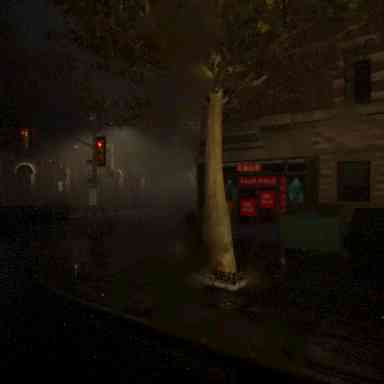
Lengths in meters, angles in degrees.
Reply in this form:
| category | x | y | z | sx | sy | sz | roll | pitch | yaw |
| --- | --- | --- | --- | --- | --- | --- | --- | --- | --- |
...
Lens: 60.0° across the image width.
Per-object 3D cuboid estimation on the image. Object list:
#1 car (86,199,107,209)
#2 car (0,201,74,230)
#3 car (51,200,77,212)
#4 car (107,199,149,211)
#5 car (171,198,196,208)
| category | x | y | z | sx | sy | sz | roll | pitch | yaw |
| --- | --- | --- | --- | --- | --- | --- | --- | --- | --- |
| car | -11.944 | 1.595 | 45.158 | 1.895 | 1.301 | 4.718 | 0 | 0 | 36 |
| car | -10.736 | 1.547 | 21.389 | 2.033 | 1.411 | 5.357 | 0 | 0 | 36 |
| car | -13.359 | 1.526 | 31.940 | 1.812 | 1.442 | 4.674 | 0 | 0 | 36 |
| car | -7.466 | 1.601 | 40.018 | 1.895 | 1.301 | 4.718 | 0 | 0 | 36 |
| car | -1.394 | 1.547 | 48.297 | 2.033 | 1.411 | 5.357 | 0 | 0 | 36 |
